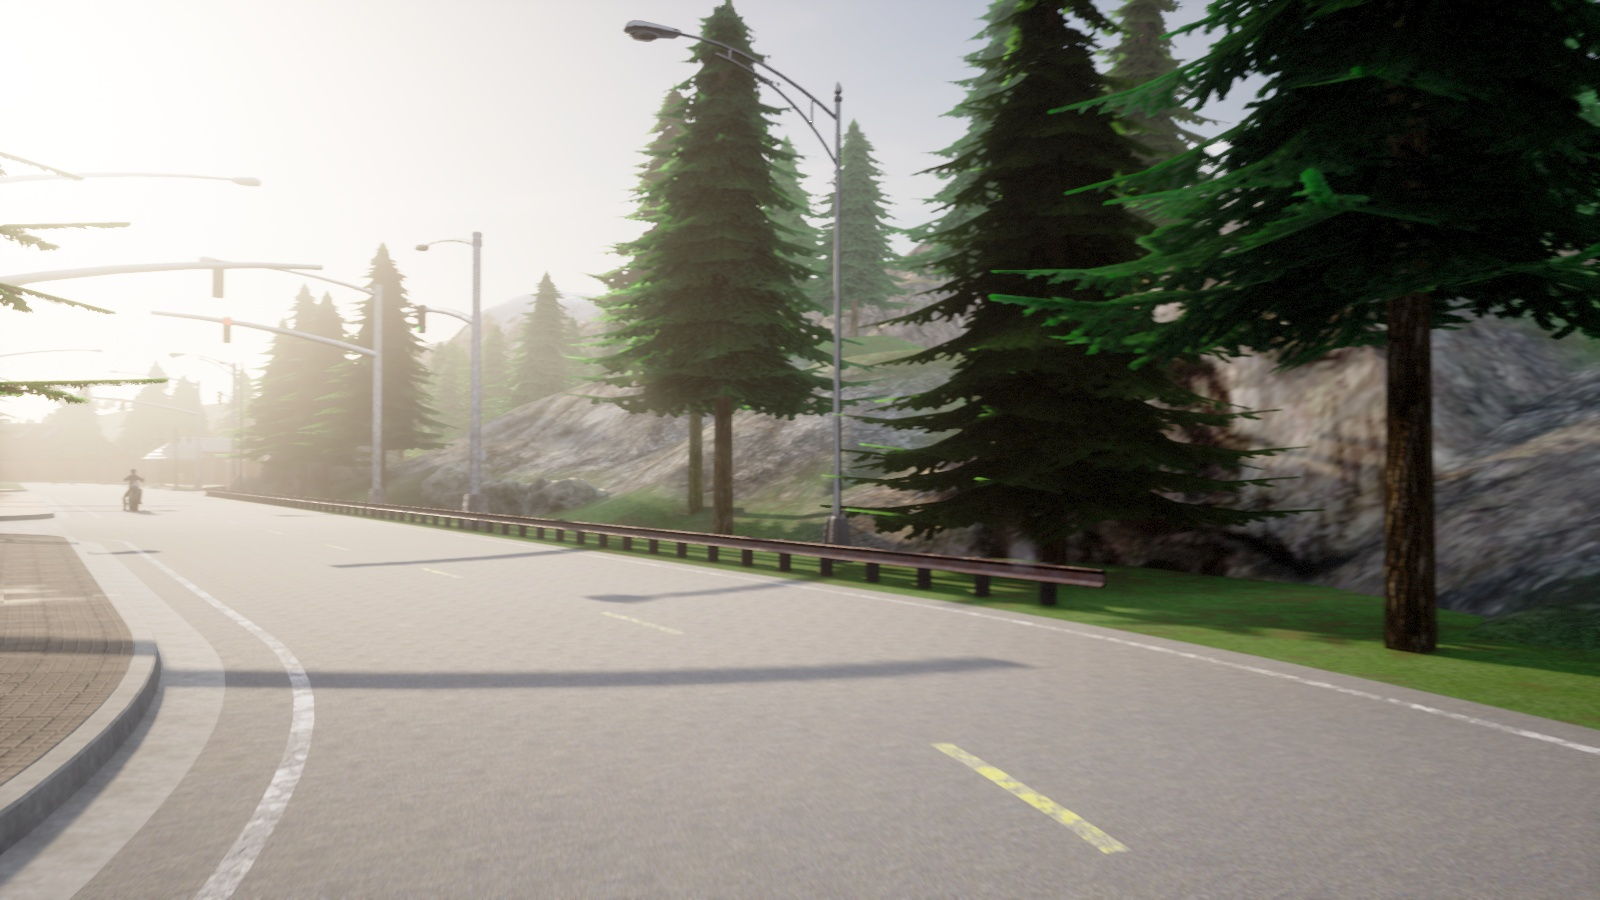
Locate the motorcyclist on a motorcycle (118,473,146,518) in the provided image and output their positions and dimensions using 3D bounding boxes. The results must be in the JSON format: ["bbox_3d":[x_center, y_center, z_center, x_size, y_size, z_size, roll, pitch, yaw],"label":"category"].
[{"bbox_3d":[-25.342,1.710,47.626,0.766,1.649,2.350,0,-1,-32],"label":"motorcyclist on a motorcycle"}]
